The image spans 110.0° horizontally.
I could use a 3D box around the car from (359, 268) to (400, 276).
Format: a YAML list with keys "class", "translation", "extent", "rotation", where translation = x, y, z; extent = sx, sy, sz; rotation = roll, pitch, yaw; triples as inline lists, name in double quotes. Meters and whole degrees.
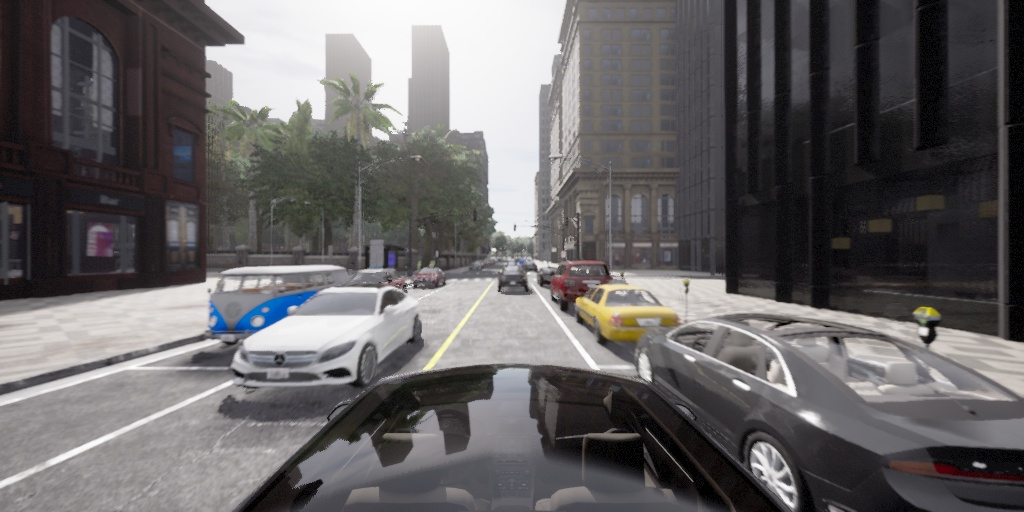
- class: "car"
  translation: [-5.780, 1.269, 14.799]
  extent: [1.967, 1.591, 4.097]
  rotation: [0, 0, 0]

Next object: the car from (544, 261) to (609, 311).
- class: "car"
  translation: [2.745, 1.120, 14.796]
  extent: [2.192, 1.841, 5.009]
  rotation: [0, 0, 0]

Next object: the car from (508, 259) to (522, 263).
- class: "car"
  translation: [0.035, 1.475, 45.401]
  extent: [1.812, 1.442, 4.674]
  rotation: [0, 0, 0]

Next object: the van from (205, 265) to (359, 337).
- class: "van"
  translation: [-5.772, 1.144, 9.373]
  extent: [1.690, 1.789, 3.998]
  rotation: [0, 0, 0]

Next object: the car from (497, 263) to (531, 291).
- class: "car"
  translation: [0.060, 1.375, 22.685]
  extent: [1.812, 1.442, 4.674]
  rotation: [0, 0, 0]

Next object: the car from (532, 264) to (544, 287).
- class: "car"
  translation: [2.728, 1.421, 25.647]
  extent: [1.948, 1.339, 4.313]
  rotation: [0, 0, 0]

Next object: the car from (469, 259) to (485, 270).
- class: "car"
  translation: [-5.845, 1.567, 57.511]
  extent: [2.007, 1.370, 4.403]
  rotation: [0, 0, 0]

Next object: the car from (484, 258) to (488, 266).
- class: "car"
  translation: [-5.853, 1.478, 62.931]
  extent: [1.967, 1.591, 4.097]
  rotation: [0, 0, 0]

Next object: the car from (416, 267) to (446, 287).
- class: "car"
  translation: [-5.797, 1.461, 25.652]
  extent: [1.802, 1.307, 4.207]
  rotation: [0, 0, 0]

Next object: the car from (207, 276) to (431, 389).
- class: "car"
  translation: [-3.105, 1.310, 7.085]
  extent: [1.812, 1.442, 4.674]
  rotation: [0, 0, 0]

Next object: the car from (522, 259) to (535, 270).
- class: "car"
  translation: [2.688, 1.536, 52.084]
  extent: [1.948, 1.339, 4.313]
  rotation: [0, 0, 0]

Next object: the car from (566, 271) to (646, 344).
- class: "car"
  translation: [2.753, 1.305, 9.541]
  extent: [1.751, 1.417, 4.829]
  rotation: [0, 0, 0]

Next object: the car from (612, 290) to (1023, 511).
- class: "car"
  translation: [2.761, 1.304, 3.946]
  extent: [2.007, 1.370, 4.403]
  rotation: [0, 0, 0]
